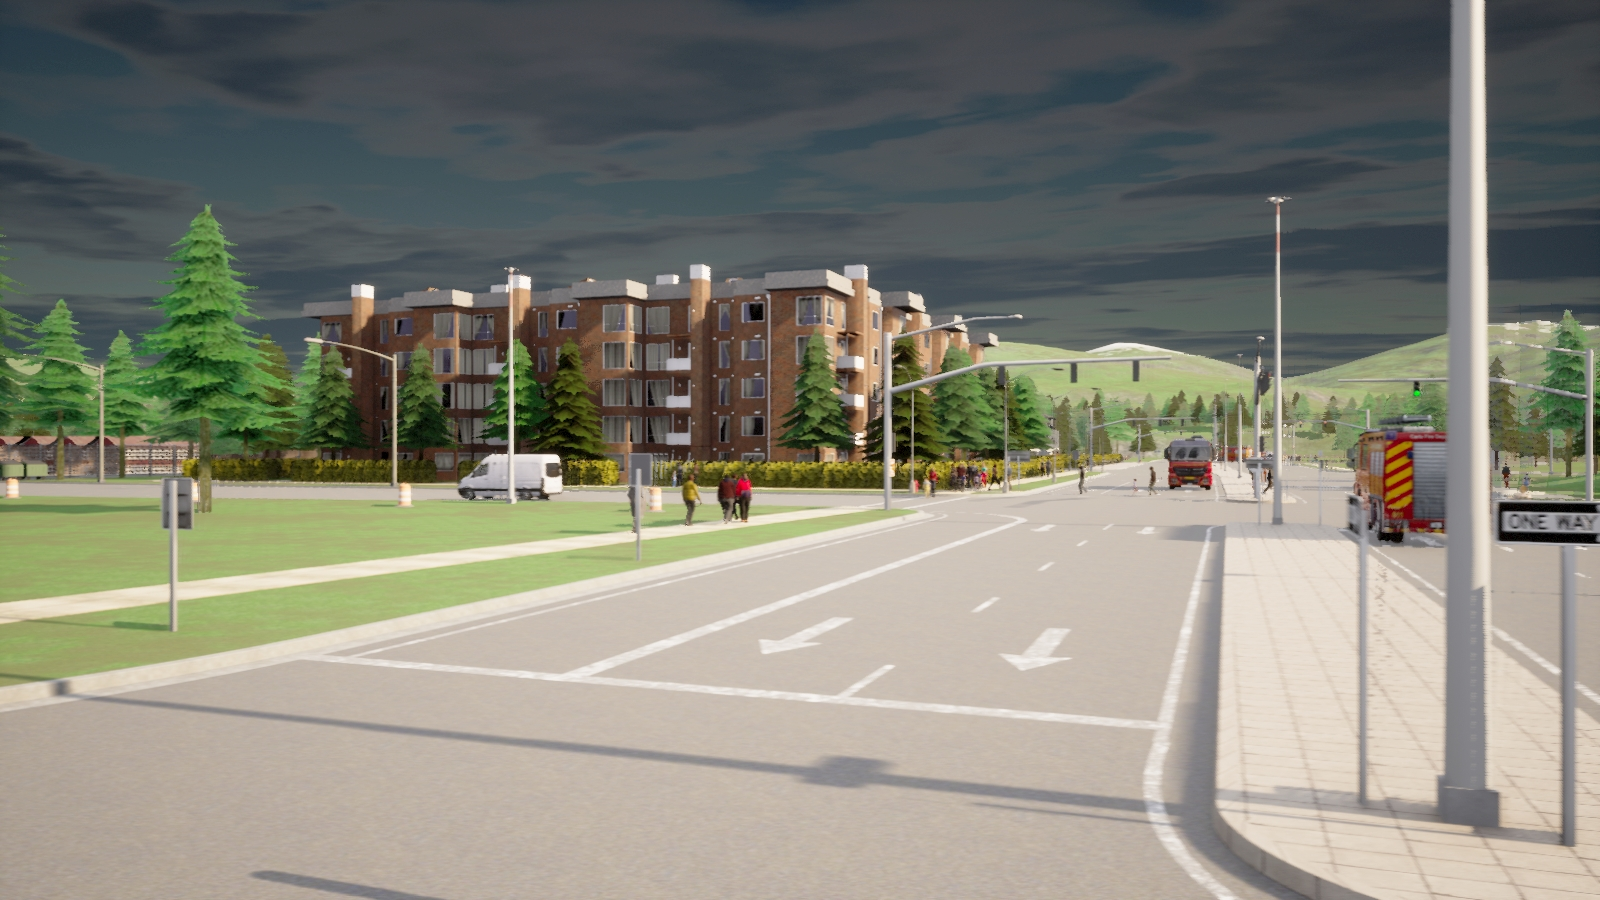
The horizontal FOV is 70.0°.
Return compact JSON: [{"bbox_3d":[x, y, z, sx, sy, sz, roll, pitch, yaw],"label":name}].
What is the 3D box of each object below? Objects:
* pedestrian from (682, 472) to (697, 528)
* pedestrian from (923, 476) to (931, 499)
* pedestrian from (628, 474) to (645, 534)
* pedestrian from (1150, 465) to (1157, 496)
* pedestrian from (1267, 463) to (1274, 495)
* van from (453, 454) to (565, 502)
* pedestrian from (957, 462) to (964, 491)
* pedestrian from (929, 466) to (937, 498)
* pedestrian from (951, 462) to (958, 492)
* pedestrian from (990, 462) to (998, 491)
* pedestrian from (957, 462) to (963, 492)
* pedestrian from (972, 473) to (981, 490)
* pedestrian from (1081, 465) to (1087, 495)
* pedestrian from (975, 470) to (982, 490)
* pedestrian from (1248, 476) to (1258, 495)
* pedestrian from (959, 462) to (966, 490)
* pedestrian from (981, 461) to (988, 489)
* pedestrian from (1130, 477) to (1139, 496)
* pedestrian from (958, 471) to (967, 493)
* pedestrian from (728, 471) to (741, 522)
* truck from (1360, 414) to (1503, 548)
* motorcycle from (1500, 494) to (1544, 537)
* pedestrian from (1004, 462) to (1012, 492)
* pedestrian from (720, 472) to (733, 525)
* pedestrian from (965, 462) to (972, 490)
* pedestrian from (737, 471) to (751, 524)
[{"bbox_3d":[-3.760,1.693,38.907,0.375,1.860,0.375,0,0,25],"label":"pedestrian"},{"bbox_3d":[7.285,2.126,65.336,0.375,1.300,0.375,0,0,22],"label":"pedestrian"},{"bbox_3d":[-5.139,1.693,35.868,0.375,1.860,0.375,0,0,26],"label":"pedestrian"},{"bbox_3d":[21.210,1.848,68.505,0.375,1.860,0.375,0,0,17],"label":"pedestrian"},{"bbox_3d":[27.694,1.697,67.240,0.375,1.860,0.375,0,0,17],"label":"pedestrian"},{"bbox_3d":[-16.161,1.528,63.386,5.915,2.561,1.988,0,0,20],"label":"van"},{"bbox_3d":[10.371,1.693,73.981,0.375,1.860,0.375,0,0,20],"label":"pedestrian"},{"bbox_3d":[7.707,1.846,66.124,0.375,1.860,0.375,0,0,20],"label":"pedestrian"},{"bbox_3d":[9.615,1.693,71.177,0.375,1.860,0.375,0,0,-10],"label":"pedestrian"},{"bbox_3d":[12.433,1.684,73.283,0.375,1.860,0.375,0,0,34],"label":"pedestrian"},{"bbox_3d":[10.113,1.692,72.247,0.375,1.860,0.375,0,0,5],"label":"pedestrian"},{"bbox_3d":[11.538,2.073,74.725,0.500,1.100,0.500,0,0,13],"label":"pedestrian"},{"bbox_3d":[17.676,1.847,71.079,0.375,1.860,0.375,0,0,14],"label":"pedestrian"},{"bbox_3d":[11.922,1.975,76.100,0.375,1.300,0.375,0,0,24],"label":"pedestrian"},{"bbox_3d":[26.799,2.076,67.550,0.500,1.100,0.500,0,0,16],"label":"pedestrian"},{"bbox_3d":[10.640,1.693,74.735,0.375,1.860,0.375,0,0,18],"label":"pedestrian"},{"bbox_3d":[12.594,1.693,78.083,0.375,1.860,0.375,0,0,21],"label":"pedestrian"},{"bbox_3d":[20.327,2.228,69.508,0.500,1.100,0.500,0,0,13],"label":"pedestrian"},{"bbox_3d":[10.078,1.975,70.770,0.375,1.300,0.375,0,0,-45],"label":"pedestrian"},{"bbox_3d":[-2.402,1.693,41.843,0.375,1.860,0.375,0,0,23],"label":"pedestrian"},{"bbox_3d":[20.236,0.891,37.126,2.891,3.827,8.468,0,0,21],"label":"truck"},{"bbox_3d":[24.123,2.156,38.215,0.764,1.307,2.356,0,0,21],"label":"motorcycle"},{"bbox_3d":[13.046,1.679,71.650,0.375,1.860,0.375,0,0,28],"label":"pedestrian"},{"bbox_3d":[-2.591,1.693,40.272,0.375,1.860,0.375,0,0,10],"label":"pedestrian"},{"bbox_3d":[11.096,1.693,75.182,0.375,1.860,0.375,0,0,35],"label":"pedestrian"},{"bbox_3d":[-2.003,1.693,40.987,0.375,1.860,0.375,0,0,-28],"label":"pedestrian"}]
